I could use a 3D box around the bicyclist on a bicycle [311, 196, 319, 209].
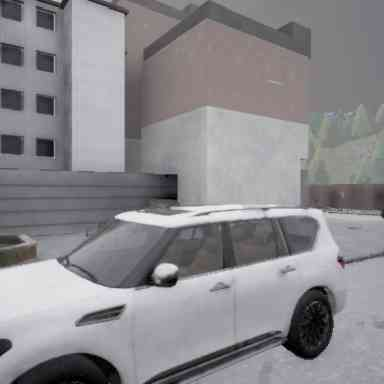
[{"bbox_3d":[14.704,1.349,39.842,1.656,1.620,0.582,0,0,-36],"label":"bicyclist on a bicycle"}]

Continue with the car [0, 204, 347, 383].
[{"bbox_3d":[-0.206,1.221,4.437,5.566,2.045,2.150,0,0,-35],"label":"car"}]

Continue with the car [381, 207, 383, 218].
[{"bbox_3d":[15.342,1.492,22.556,2.128,1.511,4.902,0,0,-20],"label":"car"}]
